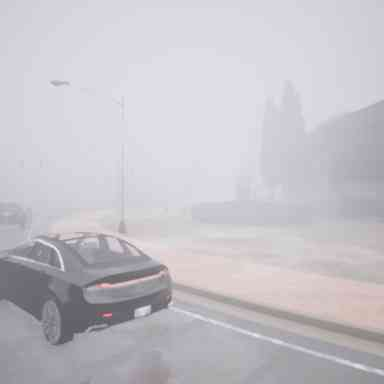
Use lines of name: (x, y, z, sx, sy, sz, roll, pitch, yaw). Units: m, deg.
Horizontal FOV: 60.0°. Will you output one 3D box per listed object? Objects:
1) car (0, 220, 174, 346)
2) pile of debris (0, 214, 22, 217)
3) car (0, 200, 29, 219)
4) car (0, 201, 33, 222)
car: (-2.463, 1.535, 6.544, 4.902, 1.511, 2.128, 0, -1, 44)
pile of debris: (-17.965, 2.352, 32.943, 1.500, 0.140, 1.860, 0, 0, -5)
car: (-17.644, 1.645, 32.128, 1.882, 1.535, 5.008, 1, 0, -7)
car: (-12.316, 1.477, 22.891, 2.097, 1.767, 4.553, 0, 0, -19)
